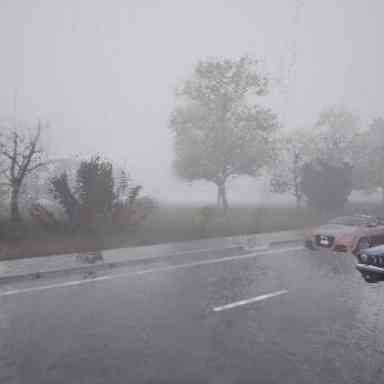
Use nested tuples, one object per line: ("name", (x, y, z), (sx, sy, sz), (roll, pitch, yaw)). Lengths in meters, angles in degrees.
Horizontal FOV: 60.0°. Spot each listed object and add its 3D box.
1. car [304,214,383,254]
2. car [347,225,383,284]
("car", (6.223, 1.559, 12.727), (4.181, 1.385, 1.994), (0, 0, -35))
("car", (6.150, 1.597, 8.377), (4.718, 1.301, 1.895), (0, 0, -35))
